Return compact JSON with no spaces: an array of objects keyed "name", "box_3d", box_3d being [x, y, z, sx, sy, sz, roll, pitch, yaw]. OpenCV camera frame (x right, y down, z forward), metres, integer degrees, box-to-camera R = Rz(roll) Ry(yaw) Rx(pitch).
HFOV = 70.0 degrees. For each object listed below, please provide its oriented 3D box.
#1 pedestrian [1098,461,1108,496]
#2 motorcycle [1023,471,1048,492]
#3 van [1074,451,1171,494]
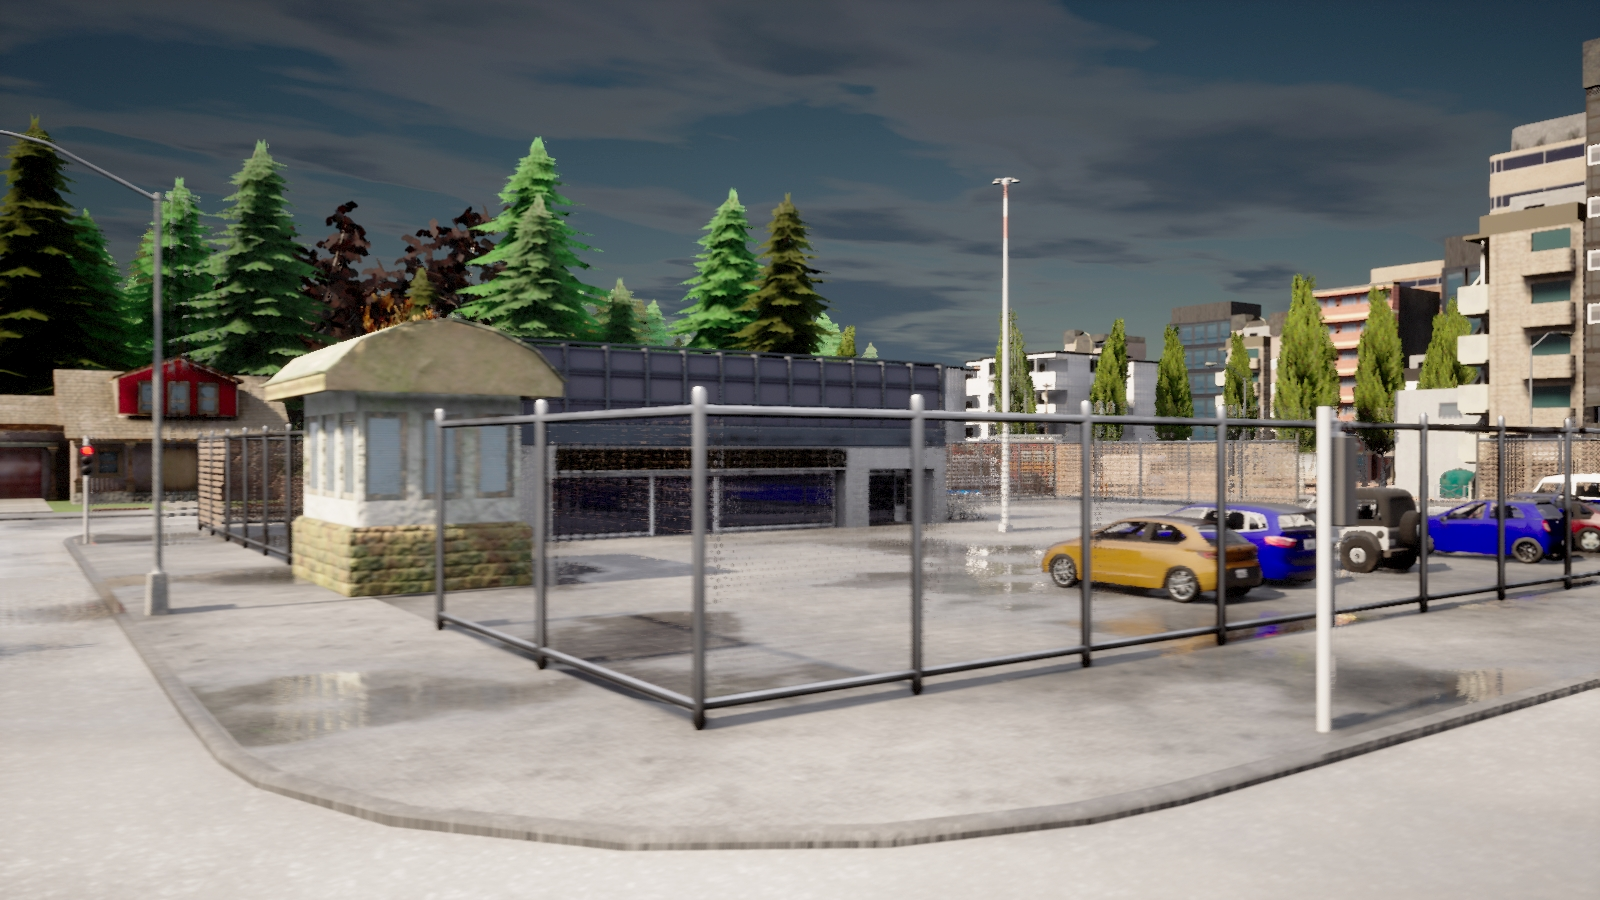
[{"name":"pedestrian","box_3d":[16.091,1.517,60.635,0.375,1.860,0.375,0,0,-42]},{"name":"motorcycle","box_3d":[14.687,1.963,71.281,0.856,1.236,1.805,0,0,37]},{"name":"van","box_3d":[19.930,1.316,70.884,1.988,2.561,5.915,0,0,-35]}]
